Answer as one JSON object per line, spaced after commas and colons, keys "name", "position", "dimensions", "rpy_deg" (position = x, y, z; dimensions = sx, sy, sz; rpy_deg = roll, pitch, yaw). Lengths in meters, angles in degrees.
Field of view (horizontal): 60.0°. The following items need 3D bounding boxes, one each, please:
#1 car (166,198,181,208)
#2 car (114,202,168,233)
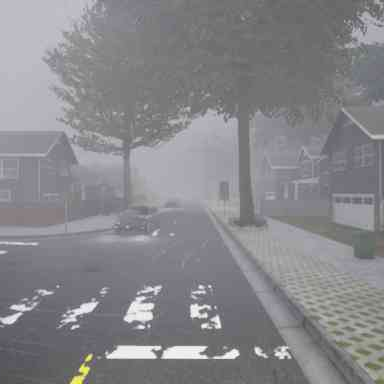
{"name": "car", "position": [-2.491, 1.462, 44.356], "dimensions": [1.994, 1.385, 4.181], "rpy_deg": [0, 0, 0]}
{"name": "car", "position": [-3.019, 1.536, 19.631], "dimensions": [1.837, 1.490, 4.892], "rpy_deg": [1, 1, 8]}
